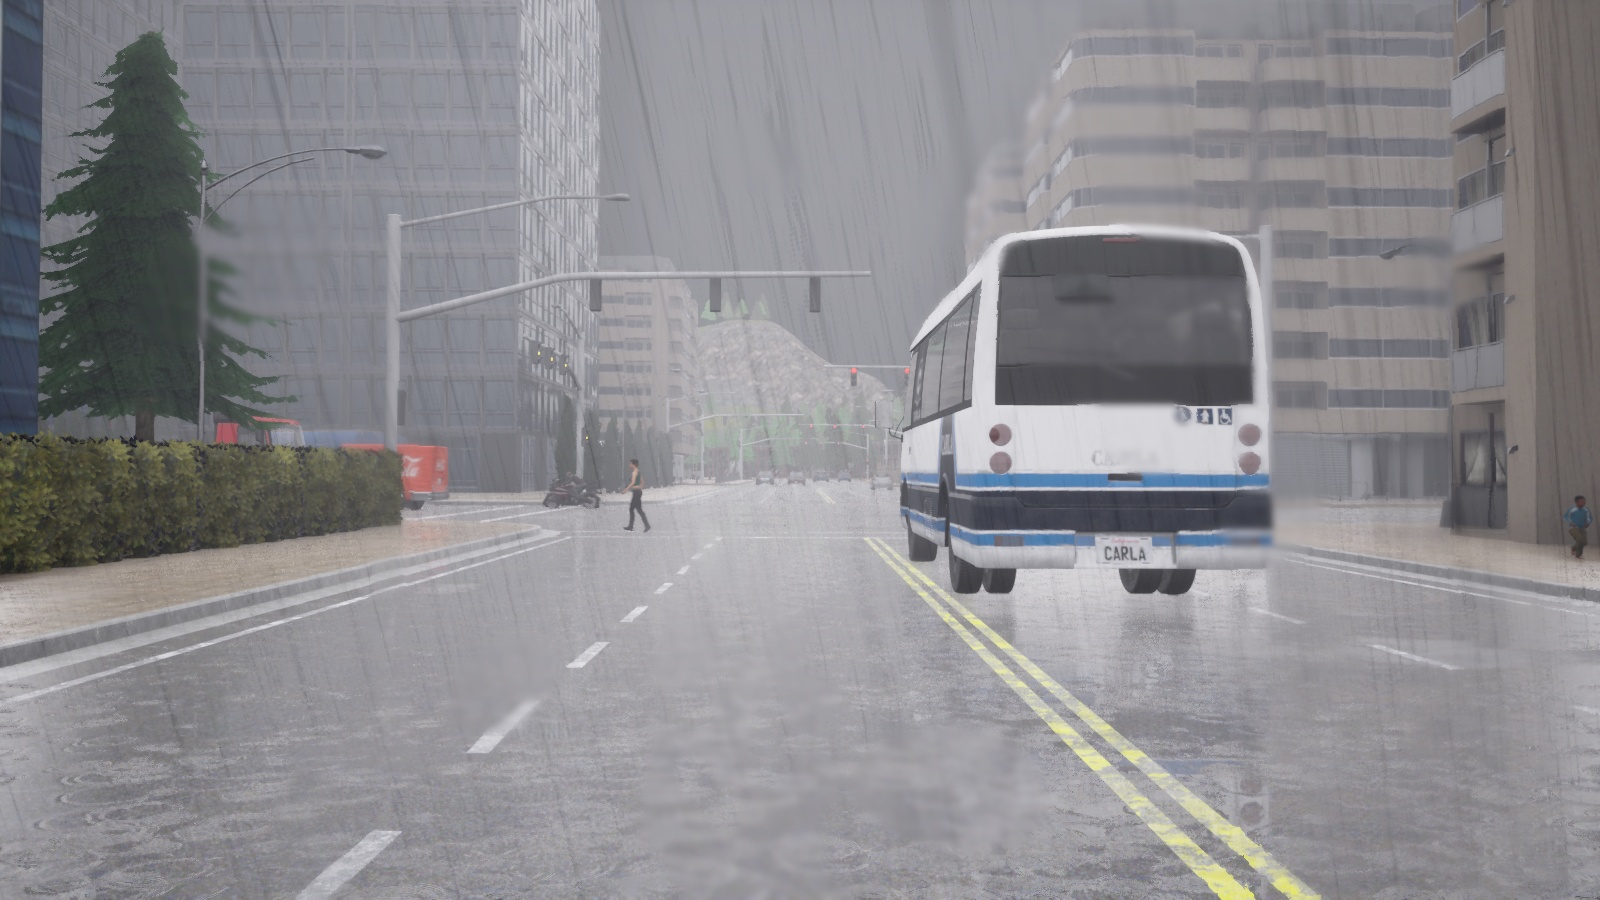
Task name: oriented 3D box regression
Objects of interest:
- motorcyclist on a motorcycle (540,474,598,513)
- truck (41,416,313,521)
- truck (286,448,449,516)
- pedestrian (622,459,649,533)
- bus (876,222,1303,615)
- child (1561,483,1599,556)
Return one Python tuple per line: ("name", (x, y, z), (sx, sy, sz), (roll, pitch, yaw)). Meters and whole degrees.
("motorcyclist on a motorcycle", (-9.269, 1.733, 50.502), (2.191, 1.530, 0.866), (0, -1, -1))
("truck", (-21.336, 0.644, 43.366), (7.936, 3.462, 2.891), (0, -1, -1))
("truck", (-16.068, 1.178, 46.924), (5.204, 2.467, 2.627), (0, -1, -1))
("pedestrian", (-4.118, 1.148, 31.432), (0.594, 1.836, 0.345), (0, -1, 6))
("bus", (3.446, -0.262, 18.756), (3.944, 4.253, 10.273), (0, -1, 0))
("child", (12.958, 1.150, 20.836), (0.343, 1.192, 0.448), (0, -1, -4))
